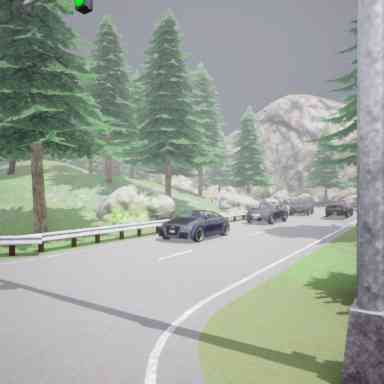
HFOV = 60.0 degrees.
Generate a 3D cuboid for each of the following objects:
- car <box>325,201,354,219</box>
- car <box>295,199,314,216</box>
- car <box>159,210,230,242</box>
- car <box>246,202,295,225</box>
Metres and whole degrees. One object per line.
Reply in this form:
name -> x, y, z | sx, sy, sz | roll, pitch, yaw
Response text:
car -> 13.253, 1.603, 29.874 | 1.837, 1.490, 4.892 | 0, -1, 32
car -> 11.096, 1.535, 33.528 | 1.837, 1.490, 4.892 | 0, 0, 26
car -> 0.210, 1.583, 16.558 | 1.994, 1.385, 4.181 | 0, 0, 33
car -> 5.687, 1.516, 24.859 | 2.128, 1.511, 4.902 | 0, 0, 34
